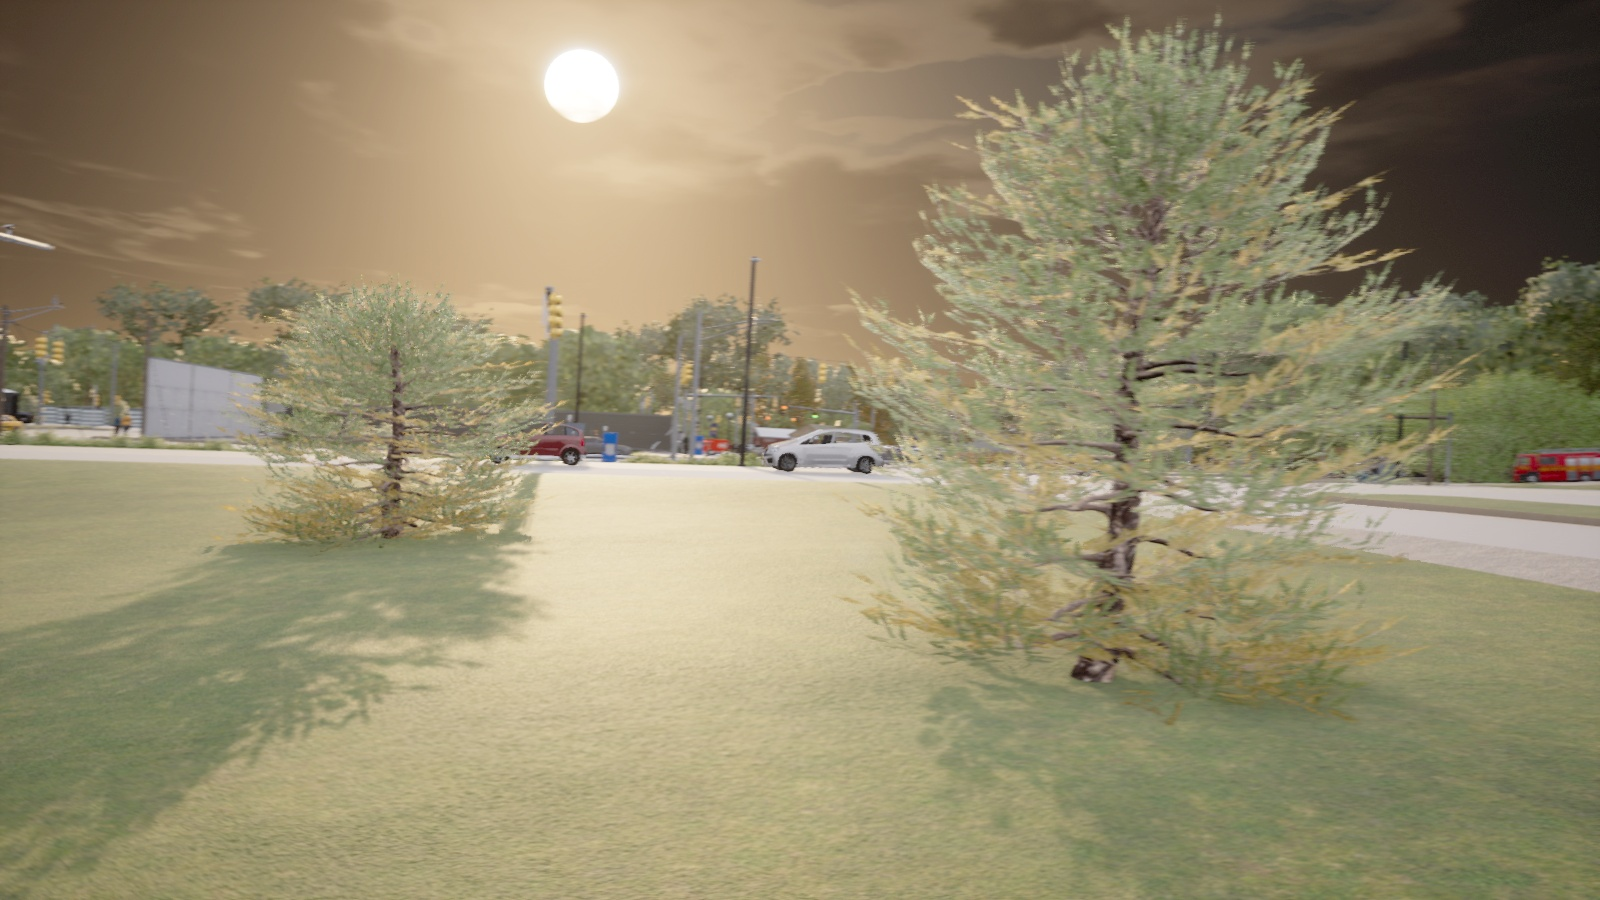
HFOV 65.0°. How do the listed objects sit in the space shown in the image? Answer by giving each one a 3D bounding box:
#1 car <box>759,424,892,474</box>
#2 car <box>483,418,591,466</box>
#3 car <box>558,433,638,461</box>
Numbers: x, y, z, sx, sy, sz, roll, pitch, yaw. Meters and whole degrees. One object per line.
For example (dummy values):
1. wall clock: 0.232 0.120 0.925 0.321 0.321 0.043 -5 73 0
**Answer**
1. car: 0.930 -0.046 47.271 4.611 1.667 2.242 2 1 -9
2. car: -9.510 -0.305 45.606 3.705 1.549 1.789 2 1 -9
3. car: -12.878 -0.215 80.149 4.902 1.511 2.128 3 1 -10
